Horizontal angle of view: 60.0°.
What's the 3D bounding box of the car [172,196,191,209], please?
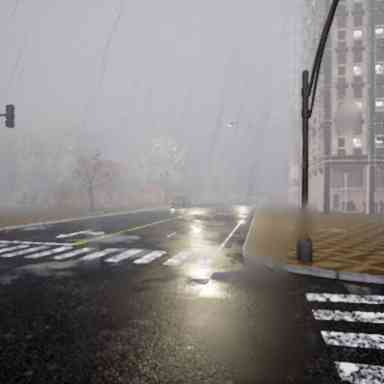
[{"bbox_3d":[-1.716,1.654,55.230,2.150,2.045,5.566,0,0,12],"label":"car"}]
